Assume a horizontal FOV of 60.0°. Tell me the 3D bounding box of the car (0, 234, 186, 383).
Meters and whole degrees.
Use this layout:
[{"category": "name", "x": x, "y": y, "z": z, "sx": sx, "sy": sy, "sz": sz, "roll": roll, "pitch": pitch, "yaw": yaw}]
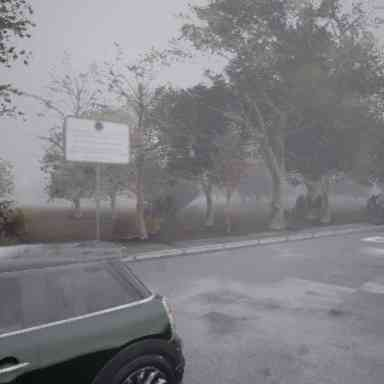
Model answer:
[{"category": "car", "x": -2.354, "y": 1.351, "z": 2.908, "sx": 4.553, "sy": 1.767, "sz": 2.097, "roll": 0, "pitch": 0, "yaw": -36}]
